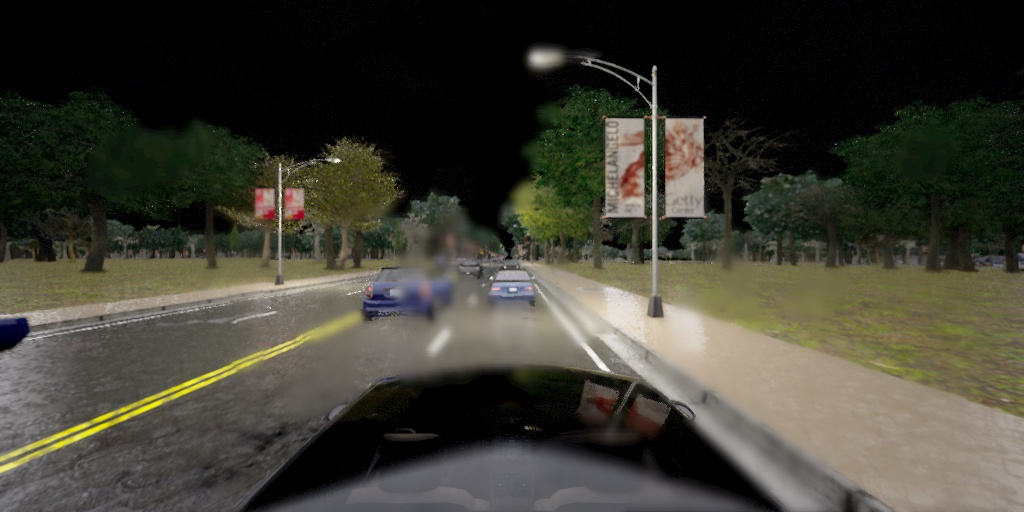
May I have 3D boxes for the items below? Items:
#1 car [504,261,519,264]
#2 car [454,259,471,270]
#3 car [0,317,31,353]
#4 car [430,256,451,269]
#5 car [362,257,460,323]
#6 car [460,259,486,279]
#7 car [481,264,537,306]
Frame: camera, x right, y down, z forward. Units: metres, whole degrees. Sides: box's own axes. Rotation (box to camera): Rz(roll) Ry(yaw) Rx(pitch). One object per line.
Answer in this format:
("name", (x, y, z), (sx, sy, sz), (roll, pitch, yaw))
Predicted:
("car", (-0.095, 1.187, 38.077), (1.895, 1.301, 4.718), (0, 0, 0))
("car", (-6.767, 1.089, 49.457), (1.812, 1.442, 4.674), (0, 0, 0))
("car", (-9.858, 1.342, 4.356), (1.895, 1.301, 4.718), (0, 0, 0))
("car", (-10.013, 0.923, 50.555), (2.097, 1.767, 4.553), (0, 0, 0))
("car", (-3.200, 1.045, 12.041), (2.097, 1.767, 4.553), (0, 0, 0))
("car", (-3.299, 1.107, 29.891), (2.128, 1.511, 4.902), (0, 0, 0))
("car", (0.026, 1.222, 15.137), (2.033, 1.411, 5.357), (0, 0, 0))
